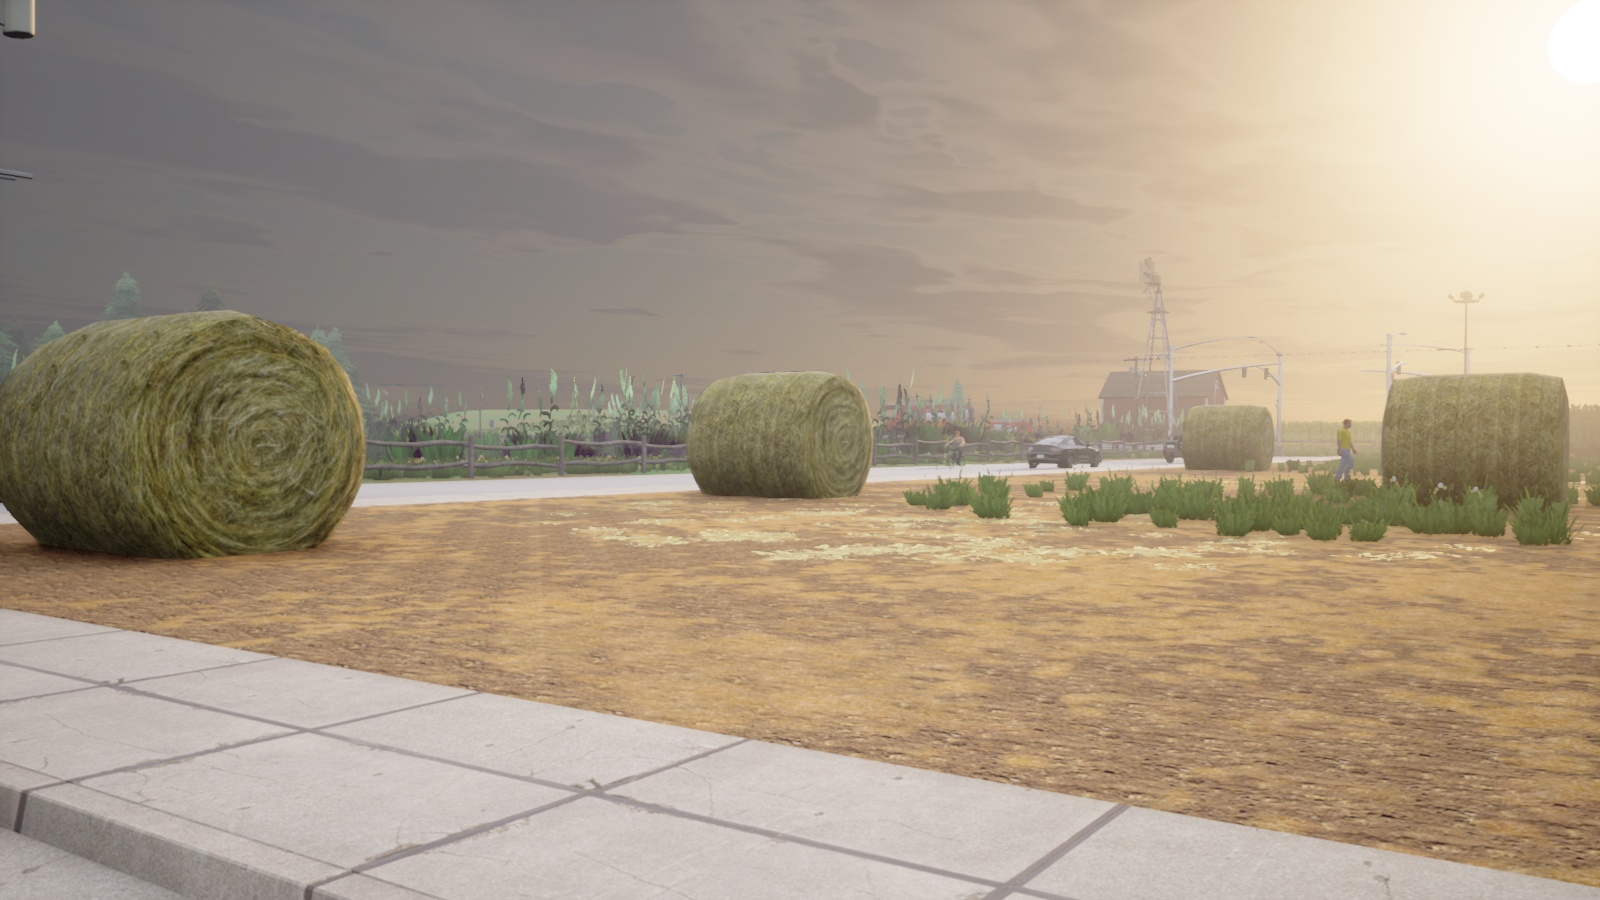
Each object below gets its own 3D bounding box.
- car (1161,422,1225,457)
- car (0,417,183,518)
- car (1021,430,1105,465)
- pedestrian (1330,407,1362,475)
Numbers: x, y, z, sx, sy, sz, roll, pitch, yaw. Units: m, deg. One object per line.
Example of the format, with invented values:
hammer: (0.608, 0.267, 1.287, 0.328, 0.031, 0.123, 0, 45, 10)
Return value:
car: (21.397, -0.595, 68.212, 1.932, 1.855, 4.605, 0, 1, 36)
car: (-14.733, 0.306, 25.083, 1.905, 1.878, 3.866, 0, 1, 36)
car: (11.537, -0.113, 54.831, 1.812, 1.442, 4.674, 0, 1, 36)
pedestrian: (15.034, -0.248, 34.569, 0.354, 1.836, 0.706, -1, 1, -42)
